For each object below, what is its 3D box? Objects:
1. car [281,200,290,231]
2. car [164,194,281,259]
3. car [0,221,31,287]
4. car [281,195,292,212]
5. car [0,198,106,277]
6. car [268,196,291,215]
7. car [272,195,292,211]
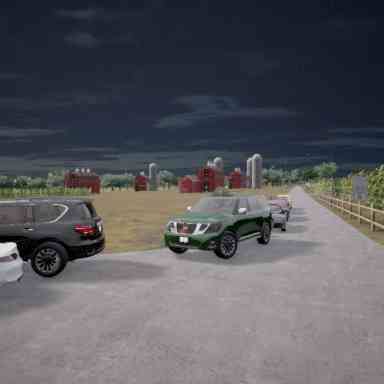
[{"bbox_3d":[4.387,1.383,19.019,1.994,1.385,4.181,0,0,17],"label":"car"},{"bbox_3d":[1.279,1.110,12.690,2.150,2.045,5.566,0,0,34],"label":"car"},{"bbox_3d":[-5.959,1.613,6.550,4.674,1.442,1.812,-2,1,-33],"label":"car"},{"bbox_3d":[6.230,1.239,24.755,1.882,1.535,5.008,0,0,18],"label":"car"},{"bbox_3d":[-5.379,1.229,9.608,5.566,2.045,2.150,-1,1,-4],"label":"car"},{"bbox_3d":[8.144,1.203,30.803,1.837,1.490,4.892,0,0,17],"label":"car"},{"bbox_3d":[9.950,1.116,36.509,1.882,1.535,5.008,0,0,18],"label":"car"}]
